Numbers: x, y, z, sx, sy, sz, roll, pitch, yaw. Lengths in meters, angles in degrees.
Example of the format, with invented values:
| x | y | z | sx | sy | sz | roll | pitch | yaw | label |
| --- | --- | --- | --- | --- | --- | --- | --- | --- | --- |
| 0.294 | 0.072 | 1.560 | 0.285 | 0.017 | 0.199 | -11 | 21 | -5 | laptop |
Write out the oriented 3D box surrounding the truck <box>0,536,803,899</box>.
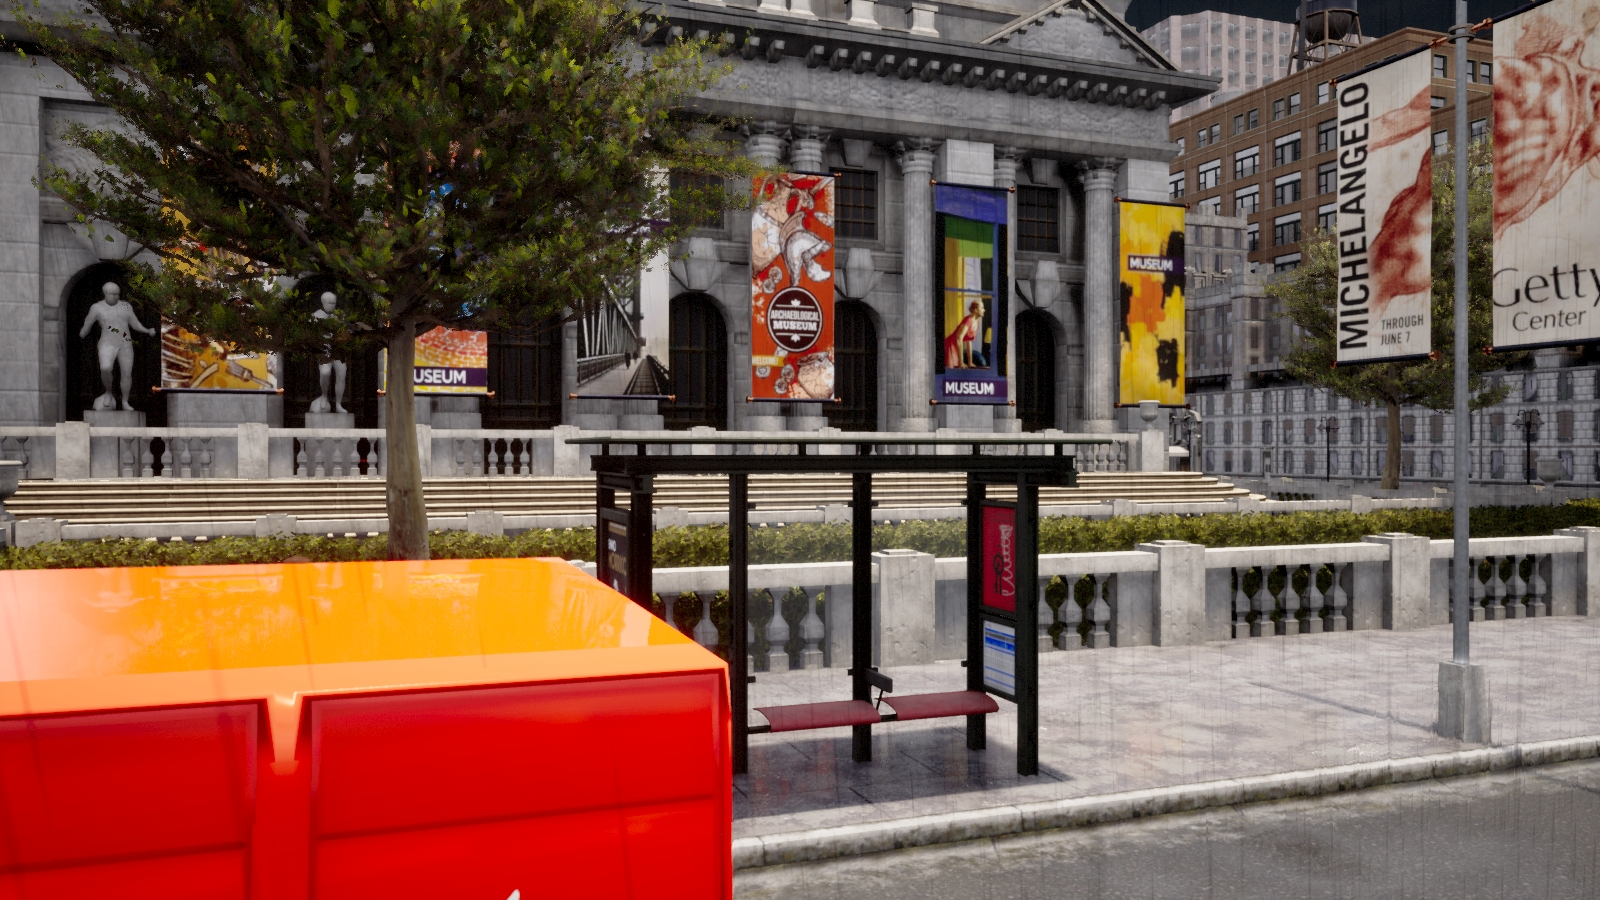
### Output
| x | y | z | sx | sy | sz | roll | pitch | yaw | label |
| --- | --- | --- | --- | --- | --- | --- | --- | --- | --- |
| -2.887 | 1.566 | 2.235 | 5.204 | 2.467 | 2.627 | 0 | 0 | -20 | truck |
